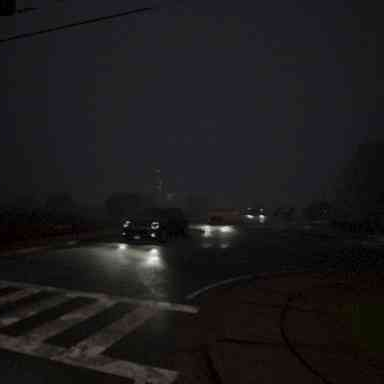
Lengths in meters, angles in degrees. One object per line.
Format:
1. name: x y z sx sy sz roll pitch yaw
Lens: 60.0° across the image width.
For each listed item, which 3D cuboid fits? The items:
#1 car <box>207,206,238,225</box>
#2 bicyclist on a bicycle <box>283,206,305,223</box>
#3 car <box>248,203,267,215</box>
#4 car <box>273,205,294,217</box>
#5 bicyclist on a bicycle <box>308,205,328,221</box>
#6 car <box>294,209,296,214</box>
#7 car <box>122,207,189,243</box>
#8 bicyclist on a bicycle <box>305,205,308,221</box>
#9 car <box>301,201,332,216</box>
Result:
1. car: 2.817 2.044 30.067 1.882 1.535 5.008 0 -1 21
2. bicyclist on a bicycle: 9.287 2.121 30.778 1.656 1.620 0.582 1 -1 7
3. car: 9.215 2.359 46.579 2.097 1.767 4.553 0 -1 21
4. car: 11.728 2.450 43.196 1.994 1.385 4.181 0 -2 21
5. bicyclist on a bicycle: 12.767 2.117 33.155 1.656 1.620 0.582 -2 -2 45
6. car: 14.893 2.684 51.567 1.994 1.385 4.181 0 -1 21
7. car: -1.828 1.633 17.903 2.097 1.767 4.553 0 -1 21
8. bicyclist on a bicycle: 12.064 2.144 34.173 1.656 1.620 0.582 0 -1 -23
9. car: 15.789 2.111 42.300 1.905 1.878 3.866 -5 -1 -22
